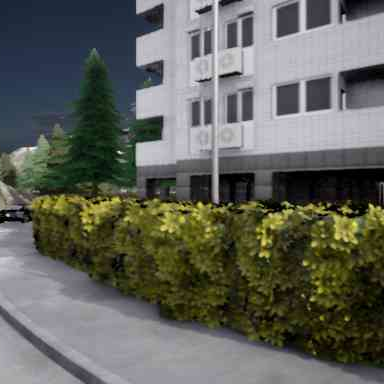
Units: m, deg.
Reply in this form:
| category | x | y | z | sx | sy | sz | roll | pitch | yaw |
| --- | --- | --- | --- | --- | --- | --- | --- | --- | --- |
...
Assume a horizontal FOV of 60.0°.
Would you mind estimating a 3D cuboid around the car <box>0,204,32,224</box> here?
| category | x | y | z | sx | sy | sz | roll | pitch | yaw |
| --- | --- | --- | --- | --- | --- | --- | --- | --- | --- |
| car | -12.775 | 1.582 | 25.135 | 1.994 | 1.385 | 4.181 | 0 | 0 | 0 |
